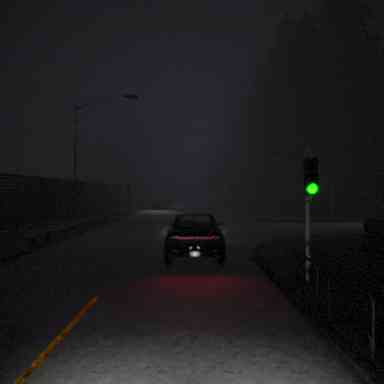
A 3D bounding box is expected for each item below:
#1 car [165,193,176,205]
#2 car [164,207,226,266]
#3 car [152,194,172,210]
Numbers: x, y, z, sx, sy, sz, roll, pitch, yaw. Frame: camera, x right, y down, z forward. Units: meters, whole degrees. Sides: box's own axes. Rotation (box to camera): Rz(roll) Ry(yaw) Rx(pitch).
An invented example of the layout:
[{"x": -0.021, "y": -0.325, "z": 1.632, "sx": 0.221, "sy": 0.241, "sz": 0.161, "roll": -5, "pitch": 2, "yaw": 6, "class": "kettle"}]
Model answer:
[{"x": -4.053, "y": 1.215, "z": 59.070, "sx": 2.150, "sy": 2.045, "sz": 5.566, "roll": 0, "pitch": 0, "yaw": 1, "class": "car"}, {"x": 0.087, "y": 1.491, "z": 11.579, "sx": 2.128, "sy": 1.511, "sz": 4.902, "roll": 0, "pitch": 0, "yaw": 0, "class": "car"}, {"x": -4.097, "y": 1.475, "z": 43.364, "sx": 1.882, "sy": 1.535, "sz": 5.008, "roll": 0, "pitch": 1, "yaw": 0, "class": "car"}]
